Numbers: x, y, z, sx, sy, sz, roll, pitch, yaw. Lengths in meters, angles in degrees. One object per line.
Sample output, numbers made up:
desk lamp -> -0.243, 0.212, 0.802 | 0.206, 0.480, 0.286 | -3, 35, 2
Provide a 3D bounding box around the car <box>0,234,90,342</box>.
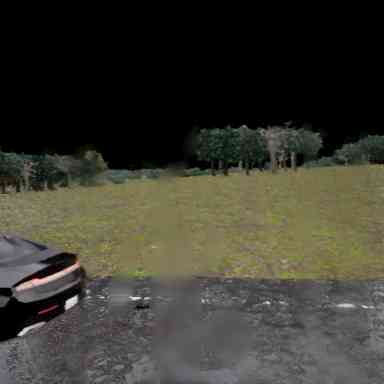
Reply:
car -> -4.093, 1.424, 5.188 | 4.902, 1.511, 2.128 | -2, 1, 11
